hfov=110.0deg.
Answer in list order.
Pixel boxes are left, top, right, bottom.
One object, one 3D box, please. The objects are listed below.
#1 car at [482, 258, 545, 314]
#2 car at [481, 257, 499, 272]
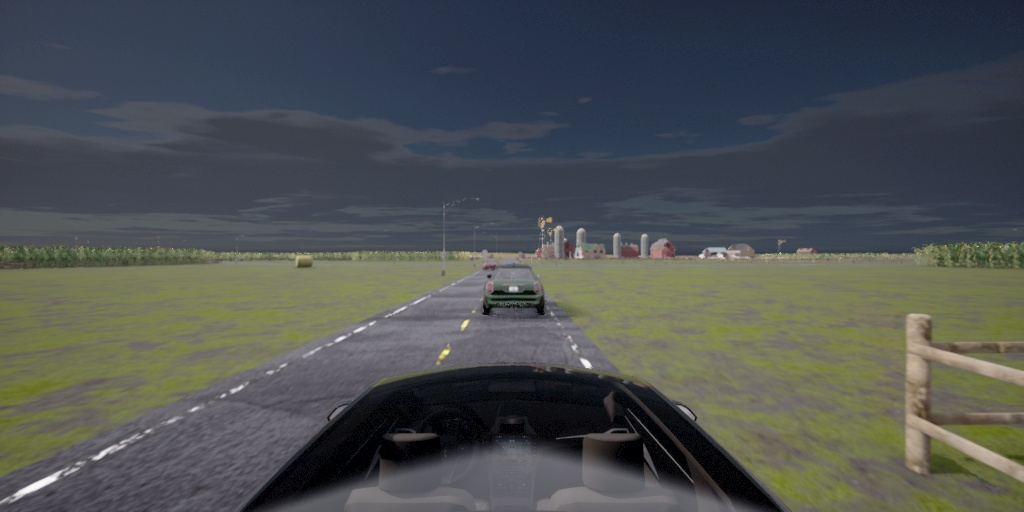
[{"bbox_3d":[0.070,1.095,13.819,2.097,1.767,4.553,0,0,0],"label":"car"},{"bbox_3d":[-2.824,1.083,47.670,2.097,1.767,4.553,0,0,0],"label":"car"}]
